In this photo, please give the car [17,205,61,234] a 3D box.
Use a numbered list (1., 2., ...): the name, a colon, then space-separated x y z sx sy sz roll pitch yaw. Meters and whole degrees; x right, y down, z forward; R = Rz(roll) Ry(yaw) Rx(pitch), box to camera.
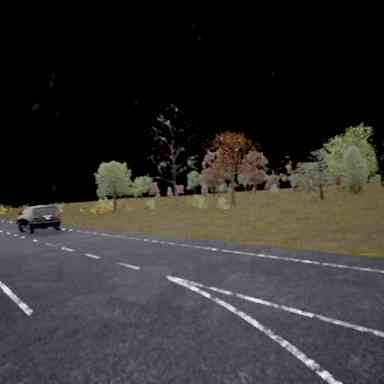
1. car: -12.114 2.119 26.227 2.150 2.045 5.566 -4 0 -39
